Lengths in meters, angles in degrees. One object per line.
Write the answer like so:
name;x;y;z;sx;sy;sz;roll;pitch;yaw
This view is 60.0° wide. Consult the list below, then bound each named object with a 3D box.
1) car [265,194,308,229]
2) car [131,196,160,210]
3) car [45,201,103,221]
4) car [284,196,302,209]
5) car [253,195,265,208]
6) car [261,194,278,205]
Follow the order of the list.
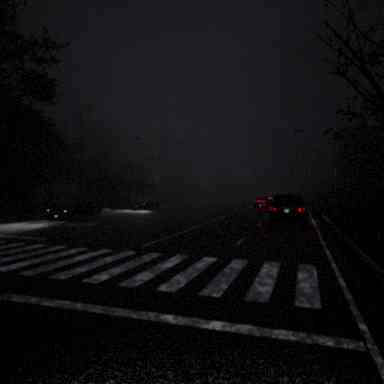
car;6.236;1.152;21.471;2.150;2.045;5.566;1;1;18
car;-5.127;1.196;37.421;1.812;1.442;4.674;1;1;18
car;-8.941;1.381;25.573;1.895;1.301;4.718;1;1;18
car;13.076;1.275;42.988;2.033;1.411;5.357;1;1;18
car;8.719;1.227;40.926;1.837;1.490;4.892;1;1;18
car;11.852;1.119;50.850;2.128;1.511;4.902;1;1;18
